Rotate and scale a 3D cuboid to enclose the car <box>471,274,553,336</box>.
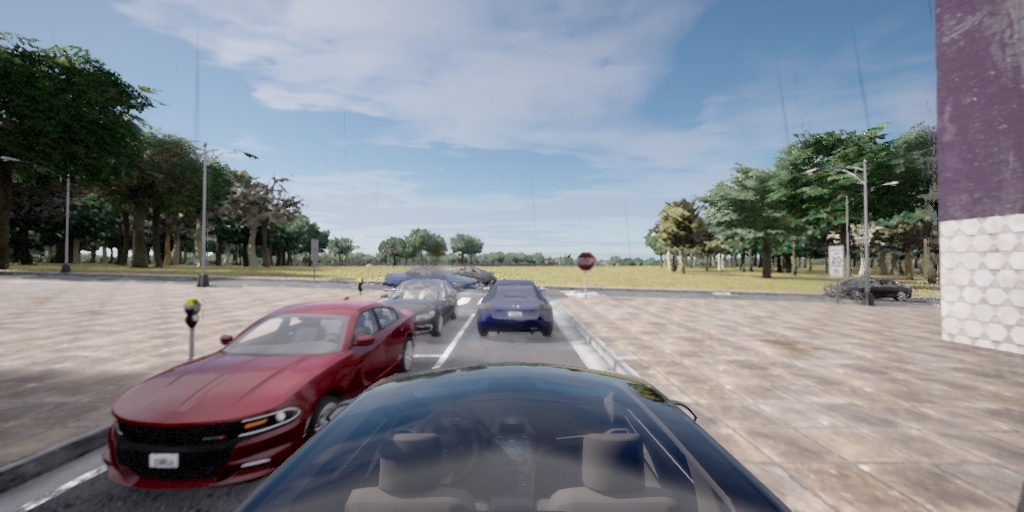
[{"bbox_3d":[0.089,1.398,10.694,1.994,1.385,4.181,0,-1,0],"label":"car"}]

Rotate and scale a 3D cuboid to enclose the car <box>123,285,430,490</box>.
[{"bbox_3d":[-2.638,1.326,4.955,1.888,1.381,4.507,0,0,0],"label":"car"}]

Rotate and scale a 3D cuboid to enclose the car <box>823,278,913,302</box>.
[{"bbox_3d":[23.627,2.190,23.902,4.892,1.490,1.837,2,-1,0],"label":"car"}]

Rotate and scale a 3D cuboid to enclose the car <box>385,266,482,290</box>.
[{"bbox_3d":[-4.681,1.372,20.963,5.357,1.411,2.033,2,-1,0],"label":"car"}]

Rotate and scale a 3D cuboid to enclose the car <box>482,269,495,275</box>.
[{"bbox_3d":[-3.493,1.405,23.915,4.902,1.511,2.128,2,-1,0],"label":"car"}]

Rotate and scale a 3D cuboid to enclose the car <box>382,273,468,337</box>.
[{"bbox_3d":[-2.640,1.384,10.496,2.007,1.370,4.403,0,0,0],"label":"car"}]
